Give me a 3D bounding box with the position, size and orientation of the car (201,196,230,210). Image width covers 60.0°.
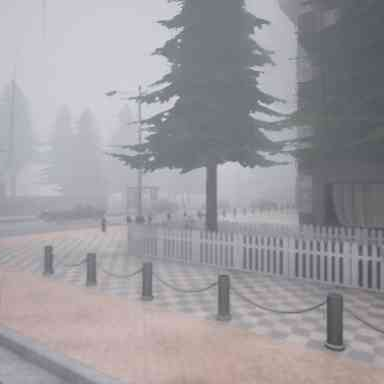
[{"bbox_3d":[2.933,1.501,40.689,1.812,1.442,4.674,0,0,37],"label":"car"}]

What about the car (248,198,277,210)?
[{"bbox_3d":[9.074,1.524,42.700,2.033,1.411,5.357,0,0,37],"label":"car"}]

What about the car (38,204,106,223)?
[{"bbox_3d":[-8.978,1.576,25.047,1.895,1.301,4.718,0,0,37],"label":"car"}]

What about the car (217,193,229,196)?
[{"bbox_3d":[7.341,1.125,81.967,1.932,1.855,4.605,0,0,36],"label":"car"}]

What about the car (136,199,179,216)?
[{"bbox_3d":[-3.330,1.466,32.478,2.128,1.511,4.902,0,0,37],"label":"car"}]

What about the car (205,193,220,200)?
[{"bbox_3d":[5.076,1.126,83.126,1.905,1.878,3.866,0,0,36],"label":"car"}]
